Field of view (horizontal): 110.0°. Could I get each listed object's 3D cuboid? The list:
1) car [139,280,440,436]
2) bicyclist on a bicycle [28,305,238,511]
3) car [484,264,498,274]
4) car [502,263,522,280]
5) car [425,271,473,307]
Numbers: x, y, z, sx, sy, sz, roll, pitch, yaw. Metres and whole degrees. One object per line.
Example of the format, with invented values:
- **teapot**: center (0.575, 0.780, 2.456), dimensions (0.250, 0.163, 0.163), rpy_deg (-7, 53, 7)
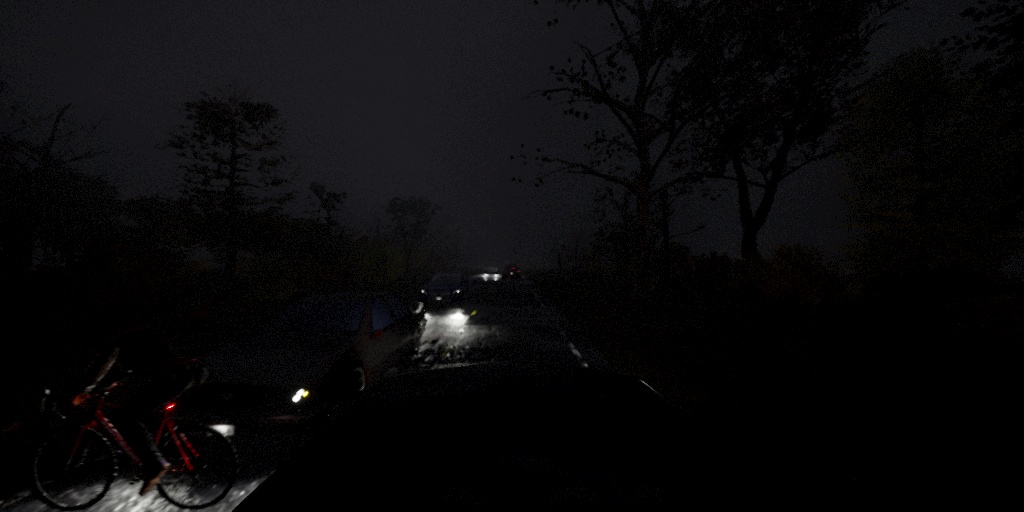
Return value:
- **car**: center (-2.860, 1.341, 6.173), dimensions (2.033, 1.411, 5.357), rpy_deg (0, -1, 0)
- **bicyclist on a bicycle**: center (-2.997, 1.215, 2.841), dimensions (1.656, 1.620, 0.582), rpy_deg (0, -1, 0)
- **car**: center (-3.010, 1.863, 51.805), dimensions (1.895, 1.301, 4.718), rpy_deg (0, -1, 0)
- **car**: center (-0.016, 1.671, 36.789), dimensions (1.994, 1.385, 4.181), rpy_deg (0, -1, 0)
- **car**: center (-2.882, 1.422, 16.446), dimensions (1.812, 1.442, 4.674), rpy_deg (0, 0, 0)
